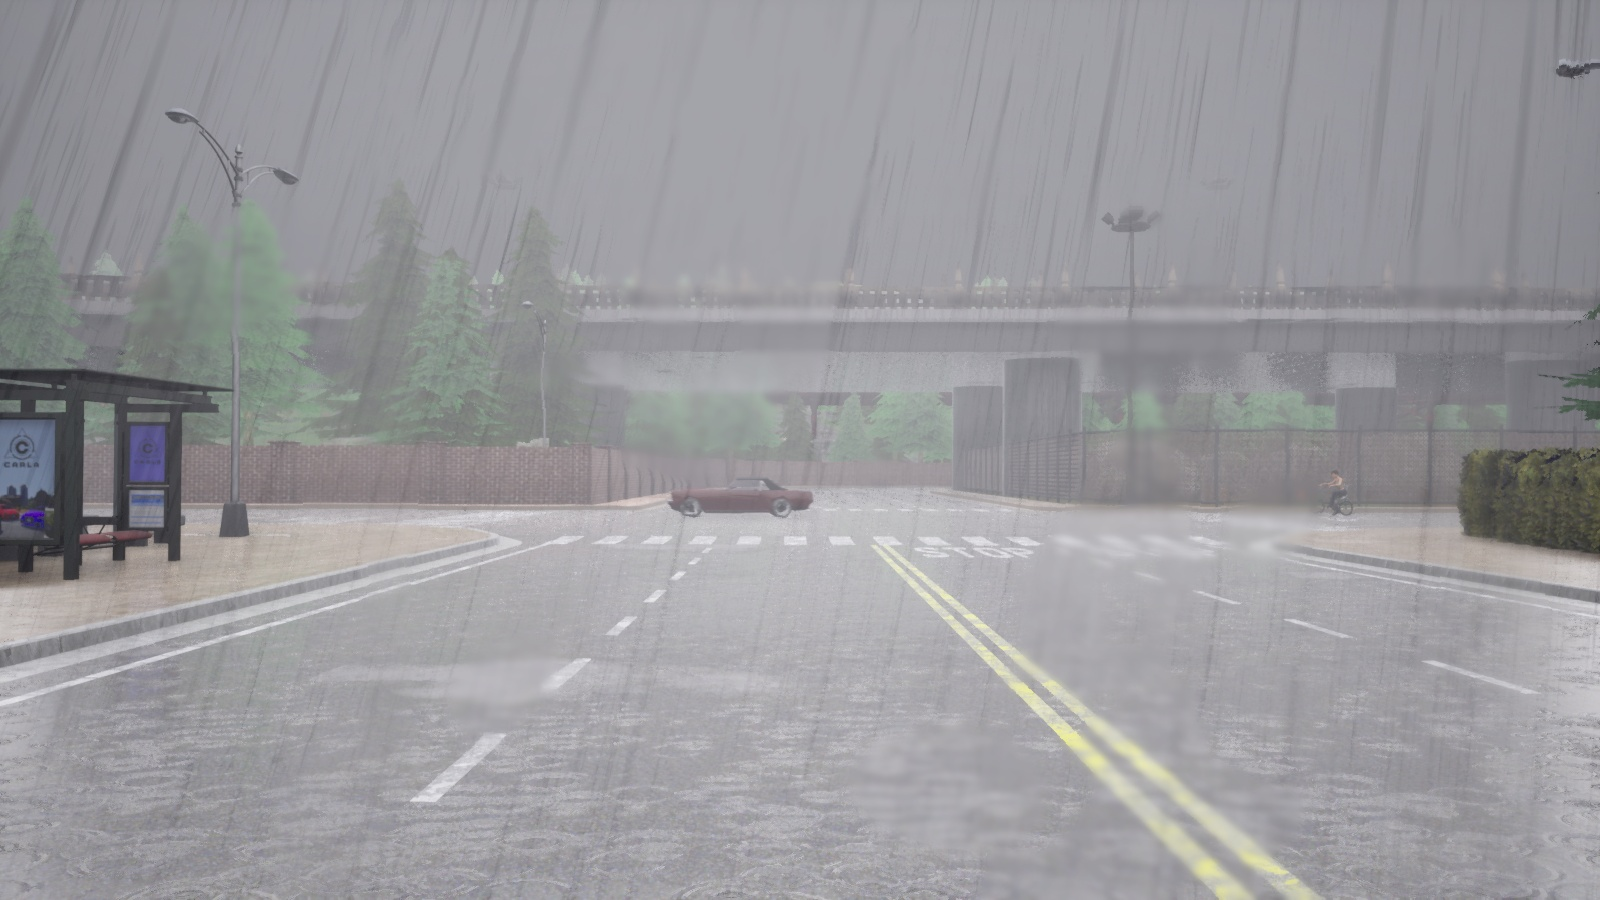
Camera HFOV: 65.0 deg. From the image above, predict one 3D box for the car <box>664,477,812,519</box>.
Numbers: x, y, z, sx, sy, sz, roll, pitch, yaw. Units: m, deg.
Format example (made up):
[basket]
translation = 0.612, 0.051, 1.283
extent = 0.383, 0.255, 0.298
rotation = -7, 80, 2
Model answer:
[car]
translation = -1.975, 1.555, 40.818
extent = 4.718, 1.301, 1.895
rotation = 0, -1, 0

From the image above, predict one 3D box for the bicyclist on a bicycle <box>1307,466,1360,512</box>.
[bicyclist on a bicycle]
translation = 18.848, 1.364, 44.405
extent = 1.509, 1.612, 0.866
rotation = 0, -1, 0
